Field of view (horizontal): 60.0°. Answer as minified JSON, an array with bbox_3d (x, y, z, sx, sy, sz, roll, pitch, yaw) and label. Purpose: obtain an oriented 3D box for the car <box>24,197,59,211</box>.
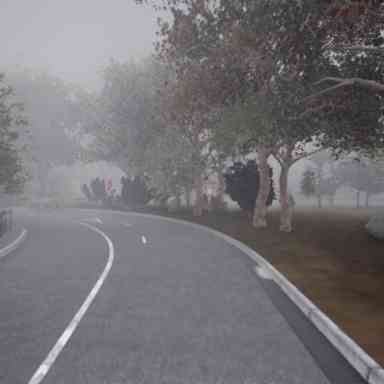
[{"bbox_3d":[-18.155,1.437,40.086,4.892,1.490,1.837,0,-1,31],"label":"car"}]
